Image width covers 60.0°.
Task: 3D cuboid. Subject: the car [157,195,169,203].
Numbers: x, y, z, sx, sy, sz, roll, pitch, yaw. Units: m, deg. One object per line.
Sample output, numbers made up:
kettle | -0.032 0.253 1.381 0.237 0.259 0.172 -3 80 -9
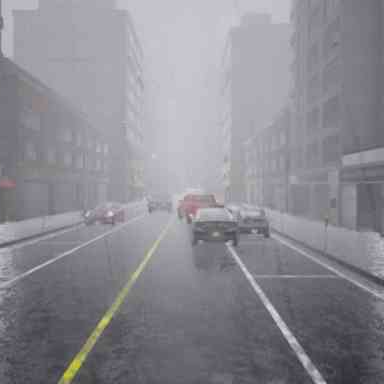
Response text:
car | -5.759 1.348 66.400 2.008 1.369 4.403 -1 0 0

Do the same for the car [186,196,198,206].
car | 0.014 1.343 51.186 1.837 1.490 4.892 0 0 0

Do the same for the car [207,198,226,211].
car | 2.761 1.416 38.873 1.887 1.381 4.507 -1 0 0

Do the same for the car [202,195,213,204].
car | 2.765 1.356 60.893 1.887 1.381 4.507 -1 0 0

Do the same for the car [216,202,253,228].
car | 2.757 1.467 22.357 1.887 1.381 4.507 -1 0 0

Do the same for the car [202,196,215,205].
car | 2.764 1.391 55.388 1.947 1.339 4.313 -1 0 0

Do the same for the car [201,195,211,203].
car | 2.766 1.342 66.398 1.887 1.381 4.507 -1 0 0

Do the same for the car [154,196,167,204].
car | -5.760 1.377 60.895 1.947 1.339 4.313 -1 0 0

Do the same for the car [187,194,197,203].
car | 0.014 1.271 65.793 1.882 1.535 5.008 0 0 0

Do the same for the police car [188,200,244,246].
police car | 0.903 1.371 15.063 1.930 1.638 5.238 0 0 0

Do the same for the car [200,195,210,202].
car | 2.767 1.327 71.904 1.887 1.381 4.507 -1 0 0

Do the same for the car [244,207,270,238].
car | 2.756 1.491 16.852 2.008 1.369 4.403 -1 0 0

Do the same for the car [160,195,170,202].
car | -5.758 1.327 71.906 1.887 1.381 4.507 -1 0 0

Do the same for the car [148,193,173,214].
car | -3.088 1.111 33.681 2.150 2.045 5.566 0 0 0

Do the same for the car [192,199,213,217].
car | 0.907 1.421 30.955 1.812 1.442 4.674 0 0 0

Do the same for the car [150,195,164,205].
car | -5.762 1.266 55.389 1.967 1.590 4.097 -1 0 0

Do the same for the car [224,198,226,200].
car | 2.758 1.328 33.368 1.967 1.590 4.097 -1 0 0

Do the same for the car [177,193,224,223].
car | 0.340 1.125 24.744 2.150 2.045 5.566 -1 0 -12

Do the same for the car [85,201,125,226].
car | -5.769 1.362 22.359 1.967 1.590 4.097 -1 0 0
